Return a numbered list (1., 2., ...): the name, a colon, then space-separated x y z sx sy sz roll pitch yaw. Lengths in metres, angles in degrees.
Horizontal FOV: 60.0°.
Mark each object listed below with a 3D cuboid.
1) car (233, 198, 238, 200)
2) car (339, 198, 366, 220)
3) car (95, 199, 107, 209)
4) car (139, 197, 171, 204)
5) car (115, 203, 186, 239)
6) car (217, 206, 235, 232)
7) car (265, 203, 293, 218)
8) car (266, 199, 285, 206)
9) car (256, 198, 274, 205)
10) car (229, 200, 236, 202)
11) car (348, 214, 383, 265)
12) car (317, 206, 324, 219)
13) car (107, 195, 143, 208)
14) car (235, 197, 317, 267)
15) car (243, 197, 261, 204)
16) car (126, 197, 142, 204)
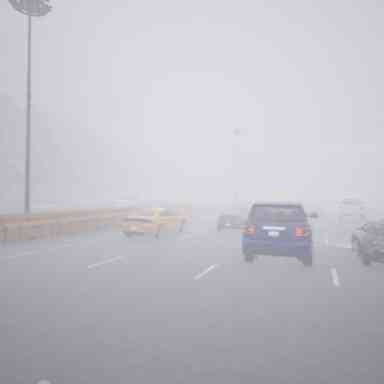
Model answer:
1. car: 11.055 2.214 81.402 2.033 1.411 5.357 0 -1 41
2. car: 15.418 1.602 32.047 2.150 2.045 5.566 0 0 27
3. car: -11.876 1.696 48.164 1.882 1.535 5.008 0 0 28
4. car: -3.934 1.723 40.627 1.882 1.535 5.008 0 -1 27
5. car: -1.900 1.585 18.166 1.882 1.535 5.008 0 0 21
6. car: 2.909 1.702 20.976 1.812 1.442 4.674 0 -1 21
7. car: 9.308 1.906 35.384 1.994 1.385 4.181 0 0 27
8. car: 18.682 2.232 74.184 2.128 1.511 4.902 0 -1 41
9. car: 16.979 2.183 77.517 1.882 1.535 5.008 0 -1 41
10. car: 5.702 1.874 35.996 1.994 1.385 4.181 0 0 27
11. car: 6.956 1.717 11.908 1.994 1.385 4.181 0 0 21
12. car: 11.960 1.952 32.960 1.895 1.301 4.718 0 0 26
13. car: -8.837 1.459 46.481 2.150 2.045 5.566 0 0 28
14. car: 3.371 1.341 12.310 2.150 2.045 5.566 0 0 21
15. car: 14.457 2.049 79.946 2.097 1.767 4.553 0 -1 41
16. car: -6.102 1.753 44.097 1.837 1.490 4.892 0 -1 27
